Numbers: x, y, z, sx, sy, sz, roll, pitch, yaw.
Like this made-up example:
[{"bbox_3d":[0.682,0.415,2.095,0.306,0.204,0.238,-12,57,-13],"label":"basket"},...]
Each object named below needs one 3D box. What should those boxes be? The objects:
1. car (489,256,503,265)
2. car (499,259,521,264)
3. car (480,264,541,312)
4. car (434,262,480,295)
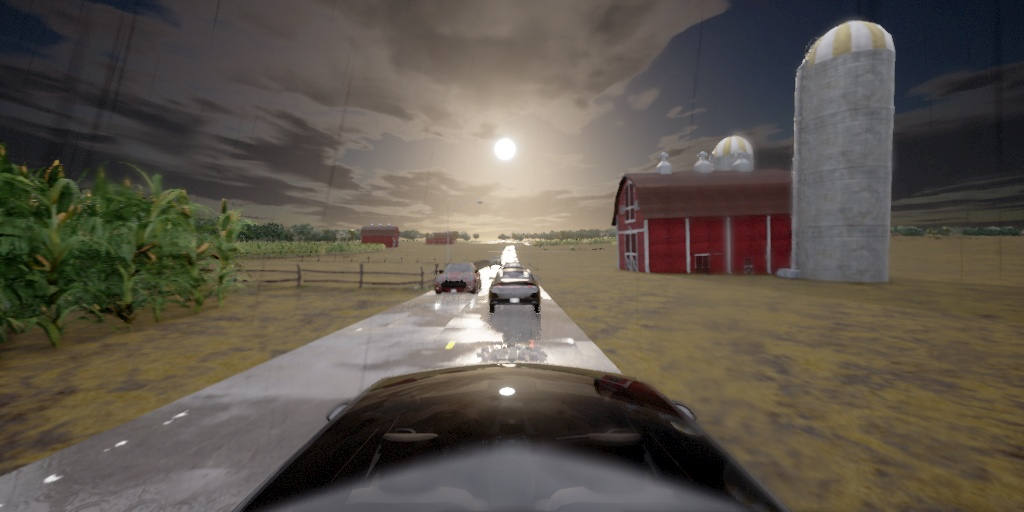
[{"bbox_3d":[-2.773,0.963,62.139,2.150,2.045,5.566,0,0,0],"label":"car"},{"bbox_3d":[0.087,1.270,32.620,1.882,1.535,5.008,0,0,0],"label":"car"},{"bbox_3d":[0.090,1.252,14.250,2.128,1.511,4.902,0,0,0],"label":"car"},{"bbox_3d":[-2.856,1.123,19.857,2.097,1.767,4.553,0,0,0],"label":"car"}]
